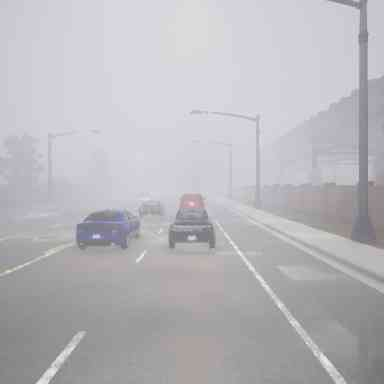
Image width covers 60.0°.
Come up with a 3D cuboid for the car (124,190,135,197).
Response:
[{"bbox_3d":[-14.000,0.400,74.455,1.812,1.442,4.674,0,1,0],"label":"car"}]

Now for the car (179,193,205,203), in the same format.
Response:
[{"bbox_3d":[0.000,1.098,29.667,2.150,2.045,5.566,0,1,0],"label":"car"}]

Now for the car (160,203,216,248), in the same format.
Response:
[{"bbox_3d":[0.000,1.483,14.647,2.128,1.511,4.902,0,0,0],"label":"car"}]

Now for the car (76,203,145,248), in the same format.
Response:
[{"bbox_3d":[-3.500,1.472,14.647,1.882,1.535,5.008,0,0,0],"label":"car"}]

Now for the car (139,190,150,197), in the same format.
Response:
[{"bbox_3d":[-10.500,0.399,74.088,2.128,1.511,4.902,0,1,0],"label":"car"}]

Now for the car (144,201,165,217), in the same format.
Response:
[{"bbox_3d":[-3.500,1.457,29.671,1.895,1.301,4.718,0,1,0],"label":"car"}]
